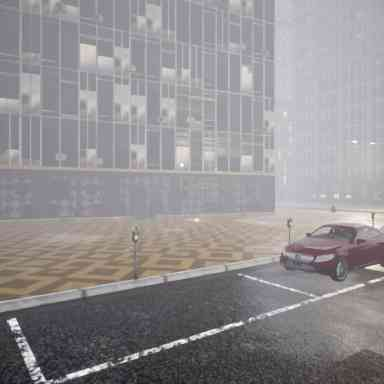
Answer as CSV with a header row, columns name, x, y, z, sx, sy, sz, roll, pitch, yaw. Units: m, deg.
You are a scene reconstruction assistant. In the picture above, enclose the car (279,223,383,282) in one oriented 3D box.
name,x,y,z,sx,sy,sz,roll,pitch,yaw
car,4.383,1.579,9.697,4.206,1.307,1.802,0,0,-36
